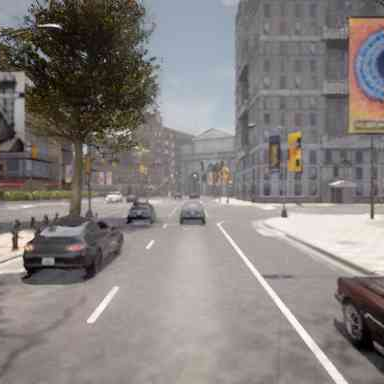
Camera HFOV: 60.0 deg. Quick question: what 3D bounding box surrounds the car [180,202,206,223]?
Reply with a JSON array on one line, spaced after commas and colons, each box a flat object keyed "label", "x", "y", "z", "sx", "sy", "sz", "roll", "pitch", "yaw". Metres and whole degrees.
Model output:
[{"label": "car", "x": 0.065, "y": 1.468, "z": 24.645, "sx": 2.033, "sy": 1.411, "sz": 5.357, "roll": 0, "pitch": 0, "yaw": 1}]

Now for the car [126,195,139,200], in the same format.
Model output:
[{"label": "car", "x": -11.474, "y": 1.271, "z": 64.125, "sx": 1.882, "sy": 1.535, "sz": 5.008, "roll": 0, "pitch": 0, "yaw": 0}]

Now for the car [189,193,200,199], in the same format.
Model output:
[{"label": "car", "x": 0.725, "y": 1.124, "z": 89.307, "sx": 1.837, "sy": 1.490, "sz": 4.892, "roll": 0, "pitch": 0, "yaw": 20}]

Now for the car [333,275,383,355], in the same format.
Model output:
[{"label": "car", "x": 3.252, "y": 1.584, "z": 3.362, "sx": 1.895, "sy": 1.301, "sz": 4.718, "roll": 0, "pitch": 0, "yaw": 0}]

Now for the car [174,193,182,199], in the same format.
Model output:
[{"label": "car", "x": -3.845, "y": 1.027, "z": 89.281, "sx": 1.837, "sy": 1.490, "sz": 4.892, "roll": 0, "pitch": 0, "yaw": -8}]

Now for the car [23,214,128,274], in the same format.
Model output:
[{"label": "car", "x": -3.445, "y": 1.492, "z": 10.317, "sx": 1.812, "sy": 1.442, "sz": 4.674, "roll": 0, "pitch": 0, "yaw": 0}]

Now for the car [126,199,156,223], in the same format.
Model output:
[{"label": "car", "x": -3.715, "y": 1.468, "z": 24.643, "sx": 2.033, "sy": 1.411, "sz": 5.357, "roll": 0, "pitch": 0, "yaw": -5}]

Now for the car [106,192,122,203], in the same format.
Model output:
[{"label": "car", "x": -14.968, "y": 1.013, "z": 64.078, "sx": 2.150, "sy": 2.045, "sz": 5.566, "roll": 0, "pitch": 0, "yaw": 0}]
